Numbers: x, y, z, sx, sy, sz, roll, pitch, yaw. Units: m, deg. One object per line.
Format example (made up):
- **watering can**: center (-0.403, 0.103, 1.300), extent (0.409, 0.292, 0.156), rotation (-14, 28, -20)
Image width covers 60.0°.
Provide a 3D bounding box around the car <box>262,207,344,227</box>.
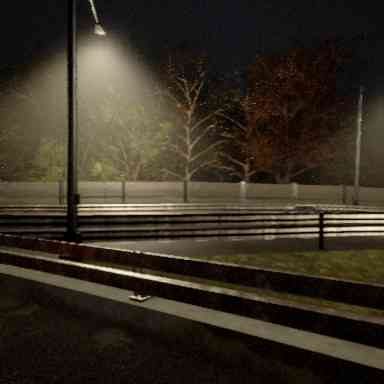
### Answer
- **car**: center (5.905, 1.520, 17.896), extent (4.181, 1.385, 1.994), rotation (0, 0, -11)
